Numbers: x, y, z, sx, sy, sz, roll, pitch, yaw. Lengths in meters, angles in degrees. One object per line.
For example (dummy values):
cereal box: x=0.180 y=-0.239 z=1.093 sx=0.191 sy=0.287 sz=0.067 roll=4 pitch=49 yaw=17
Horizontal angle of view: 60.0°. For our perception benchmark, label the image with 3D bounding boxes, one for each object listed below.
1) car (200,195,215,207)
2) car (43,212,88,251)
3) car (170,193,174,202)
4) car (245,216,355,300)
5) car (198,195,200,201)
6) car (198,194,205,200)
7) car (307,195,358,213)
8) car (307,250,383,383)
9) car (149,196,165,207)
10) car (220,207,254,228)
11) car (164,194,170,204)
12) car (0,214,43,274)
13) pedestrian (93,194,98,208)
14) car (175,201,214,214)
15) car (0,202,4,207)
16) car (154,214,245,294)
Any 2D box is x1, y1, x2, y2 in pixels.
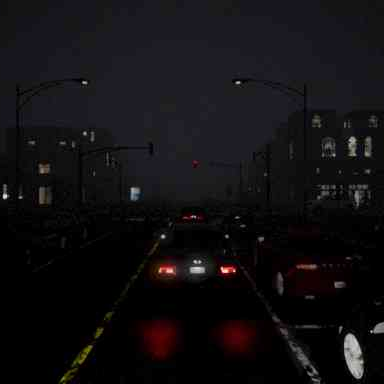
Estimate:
car: x=2.643 y=1.563 z=52.019 sx=1.947 sy=1.339 sz=4.313 roll=0 pitch=0 yaw=0
car: x=-5.700 y=1.550 z=13.946 sx=2.008 sy=1.369 sz=4.403 roll=0 pitch=0 yaw=0
car: x=-5.760 y=1.438 z=74.111 sx=1.967 sy=1.590 sz=4.097 roll=0 pitch=0 yaw=0
car: x=2.687 y=1.544 z=8.245 sx=1.887 sy=1.381 sz=4.507 roll=0 pitch=0 yaw=0
car: x=2.632 y=1.579 z=63.061 sx=1.802 sy=1.307 sz=4.206 roll=0 pitch=0 yaw=0
car: x=2.605 y=1.441 z=90.672 sx=1.967 sy=1.590 sz=4.097 roll=0 pitch=0 yaw=0
car: x=15.575 y=1.308 z=37.211 sx=5.566 sy=2.045 sz=2.150 roll=0 pitch=0 yaw=1
car: x=2.692 y=1.551 z=2.553 sx=2.008 sy=1.369 sz=4.403 roll=0 pitch=0 yaw=0
car: x=-5.738 y=1.579 z=52.024 sx=1.802 sy=1.307 sz=4.206 roll=0 pitch=0 yaw=0
car: x=2.675 y=1.549 z=19.629 sx=2.008 sy=1.369 sz=4.403 roll=0 pitch=0 yaw=0
car: x=-5.749 y=1.548 z=63.067 sx=2.008 sy=1.369 sz=4.403 roll=0 pitch=0 yaw=0
car: x=-5.693 y=1.439 z=8.253 sx=1.967 sy=1.590 sz=4.097 roll=0 pitch=0 yaw=0
pedestrian: x=-12.594 y=1.127 z=43.150 sx=0.375 sy=1.860 sz=0.375 roll=0 pitch=-1 yaw=1
car: x=0.081 y=1.503 z=19.423 sx=1.837 sy=1.490 sz=4.892 roll=0 pitch=0 yaw=0
car: x=-25.491 y=1.439 z=40.393 sx=4.829 sy=1.417 sz=1.752 roll=0 pitch=-1 yaw=1
car: x=0.091 y=1.547 z=8.902 sx=2.033 sy=1.411 sz=5.357 roll=0 pitch=0 yaw=0
